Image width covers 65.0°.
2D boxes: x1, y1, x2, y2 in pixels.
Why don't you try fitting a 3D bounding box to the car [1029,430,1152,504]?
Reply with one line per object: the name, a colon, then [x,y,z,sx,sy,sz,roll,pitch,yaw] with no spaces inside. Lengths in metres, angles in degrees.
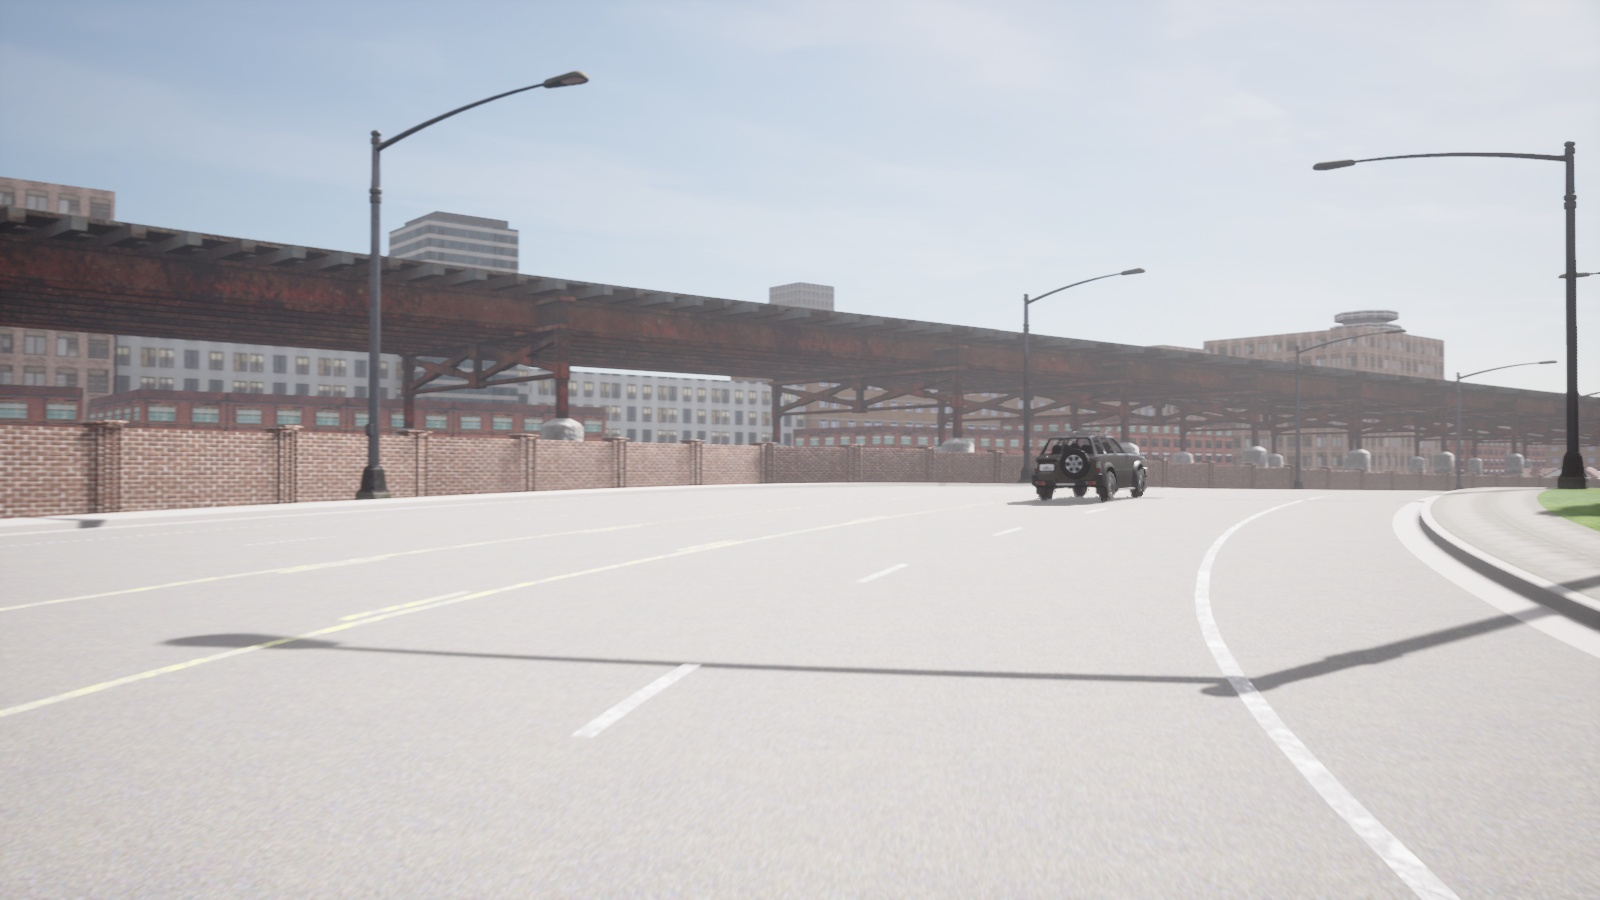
car: [7.997,0.438,34.238,1.932,1.855,4.605,-1,0,31]
